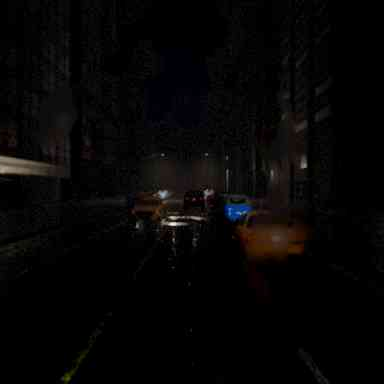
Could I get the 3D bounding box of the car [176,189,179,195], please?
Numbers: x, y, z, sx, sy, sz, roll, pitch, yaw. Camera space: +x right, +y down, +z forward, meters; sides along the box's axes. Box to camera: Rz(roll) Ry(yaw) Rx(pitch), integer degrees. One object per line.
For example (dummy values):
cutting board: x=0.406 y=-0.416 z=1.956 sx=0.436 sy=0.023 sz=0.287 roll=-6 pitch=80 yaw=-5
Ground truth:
car: x=-5.309 y=0.347 z=89.591 sx=1.752 sy=1.417 sz=4.829 roll=0 pitch=1 yaw=0

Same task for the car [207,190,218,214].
car: x=2.934 y=0.866 z=33.637 sx=2.192 sy=1.841 sz=5.009 roll=0 pitch=1 yaw=0

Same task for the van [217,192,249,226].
van: x=2.877 y=1.041 z=22.420 sx=1.690 sy=1.788 sz=3.998 roll=0 pitch=1 yaw=0

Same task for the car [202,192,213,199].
car: x=3.104 y=0.655 z=67.291 sx=1.887 sy=1.381 sz=4.507 roll=0 pitch=1 yaw=0

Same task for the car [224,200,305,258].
car: x=2.411 y=1.295 z=11.958 sx=1.801 sy=1.575 sz=5.366 roll=0 pitch=1 yaw=0

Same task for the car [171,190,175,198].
car: x=-5.393 y=0.475 z=72.934 sx=1.967 sy=1.590 sz=4.097 roll=0 pitch=1 yaw=0

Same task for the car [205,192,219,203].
car: x=3.019 y=0.770 z=50.464 sx=1.967 sy=1.590 sz=4.097 roll=0 pitch=1 yaw=0

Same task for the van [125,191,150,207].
van: x=-5.591 y=0.890 z=33.670 sx=1.690 sy=1.788 sz=3.998 roll=0 pitch=1 yaw=0

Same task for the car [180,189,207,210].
car: x=0.224 y=0.760 z=34.682 sx=2.150 sy=2.045 sz=5.566 roll=0 pitch=1 yaw=1

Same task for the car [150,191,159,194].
car: x=-5.563 y=0.790 z=39.279 sx=2.192 sy=1.841 sz=5.009 roll=0 pitch=1 yaw=0

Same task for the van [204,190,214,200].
van: x=3.076 y=0.525 z=61.680 sx=1.690 sy=1.788 sz=3.998 roll=0 pitch=1 yaw=0

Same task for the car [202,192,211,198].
car: x=3.132 y=0.603 z=72.901 sx=1.947 sy=1.339 sz=4.313 roll=0 pitch=1 yaw=0

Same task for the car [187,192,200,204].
car: x=0.258 y=0.864 z=48.274 sx=1.837 sy=1.490 sz=4.892 roll=0 pitch=1 yaw=1

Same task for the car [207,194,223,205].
car: x=2.990 y=0.948 z=44.857 sx=1.887 sy=1.381 sz=4.507 roll=0 pitch=1 yaw=0

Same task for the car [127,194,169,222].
car: x=-2.980 y=1.162 z=23.460 sx=1.882 sy=1.535 sz=5.008 roll=0 pitch=1 yaw=0

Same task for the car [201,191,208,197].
car: x=3.190 y=0.415 z=84.287 sx=1.752 sy=1.417 sz=4.829 roll=0 pitch=1 yaw=0

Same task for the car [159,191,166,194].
car: x=-5.506 y=0.878 z=50.499 sx=2.008 sy=1.369 sz=4.403 roll=0 pitch=1 yaw=0

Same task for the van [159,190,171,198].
van: x=-5.449 y=0.522 z=61.715 sx=1.690 sy=1.788 sz=3.998 roll=0 pitch=1 yaw=0
